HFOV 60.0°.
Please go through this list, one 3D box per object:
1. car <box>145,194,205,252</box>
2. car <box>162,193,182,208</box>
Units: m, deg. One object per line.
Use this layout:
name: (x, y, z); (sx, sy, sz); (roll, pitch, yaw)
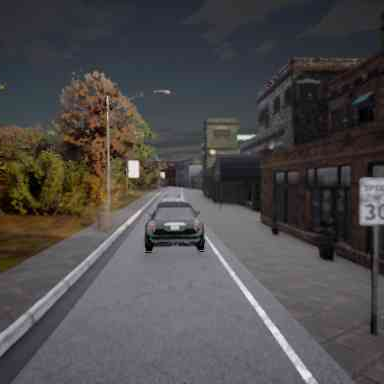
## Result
car: (-0.707, 1.164, 13.296); (2.097, 1.767, 4.553); (0, 1, -4)
car: (-2.025, 0.810, 34.343); (1.895, 1.301, 4.718); (0, 2, -3)
